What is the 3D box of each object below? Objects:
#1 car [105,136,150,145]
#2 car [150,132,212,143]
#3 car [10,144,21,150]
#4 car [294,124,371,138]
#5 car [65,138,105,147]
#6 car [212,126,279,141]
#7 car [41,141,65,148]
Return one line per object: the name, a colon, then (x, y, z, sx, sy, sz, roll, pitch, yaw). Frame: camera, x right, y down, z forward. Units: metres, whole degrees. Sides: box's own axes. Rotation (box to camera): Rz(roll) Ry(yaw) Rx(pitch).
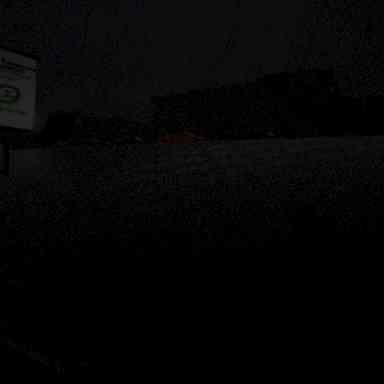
car: (-5.299, -4.374, 30.284, 4.674, 1.452, 2.002, 3, 2, 33)
car: (-0.567, -4.176, 27.394, 5.008, 1.535, 2.097, 3, 2, 31)
car: (-23.637, -5.386, 42.414, 4.553, 1.767, 2.185, 2, 1, 34)
car: (9.217, -3.665, 21.861, 4.792, 1.488, 2.163, 3, 2, 29)
car: (-9.966, -4.646, 33.272, 4.892, 1.521, 2.231, 3, 2, 34)
car: (4.209, -4.065, 24.617, 4.553, 1.767, 2.185, 3, 2, 30)
car: (-14.554, -4.860, 36.334, 4.892, 1.521, 2.231, 3, 1, 34)
